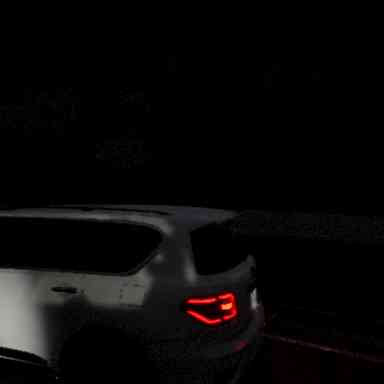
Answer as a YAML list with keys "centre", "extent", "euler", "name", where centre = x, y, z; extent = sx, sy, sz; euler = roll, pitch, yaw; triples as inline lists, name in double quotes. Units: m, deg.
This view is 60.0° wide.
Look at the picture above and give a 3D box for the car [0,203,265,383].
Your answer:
- centre: [-1.854, 1.174, 4.507]
  extent: [5.566, 2.045, 2.150]
  euler: [1, 0, 19]
  name: "car"
